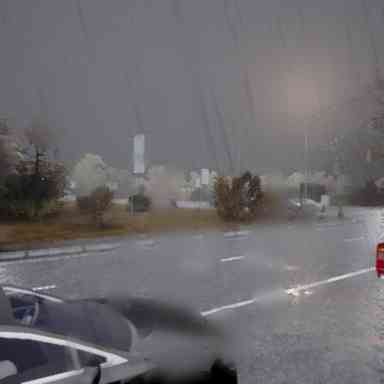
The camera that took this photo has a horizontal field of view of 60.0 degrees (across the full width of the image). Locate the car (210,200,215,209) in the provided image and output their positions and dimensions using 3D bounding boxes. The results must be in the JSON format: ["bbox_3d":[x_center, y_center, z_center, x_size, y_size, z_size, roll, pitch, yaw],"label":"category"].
[{"bbox_3d":[4.415,1.497,44.112,1.837,1.490,4.892,0,0,-39],"label":"car"}]

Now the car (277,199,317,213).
[{"bbox_3d":[10.474,1.539,36.562,2.033,1.411,5.357,0,0,-39],"label":"car"}]

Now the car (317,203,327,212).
[{"bbox_3d":[13.259,1.511,38.715,1.812,1.442,4.674,0,0,-39],"label":"car"}]

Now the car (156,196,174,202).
[{"bbox_3d":[-6.044,1.515,74.151,2.033,1.411,5.357,0,0,-38],"label":"car"}]

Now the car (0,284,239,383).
[{"bbox_3d":[-1.777,1.489,2.464,4.902,1.511,2.128,1,0,-36],"label":"car"}]

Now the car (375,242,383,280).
[{"bbox_3d":[6.649,1.502,8.487,5.008,1.535,1.882,0,0,-35],"label":"car"}]
